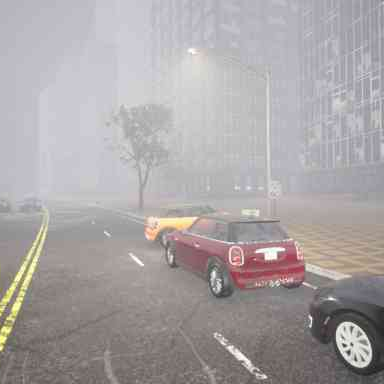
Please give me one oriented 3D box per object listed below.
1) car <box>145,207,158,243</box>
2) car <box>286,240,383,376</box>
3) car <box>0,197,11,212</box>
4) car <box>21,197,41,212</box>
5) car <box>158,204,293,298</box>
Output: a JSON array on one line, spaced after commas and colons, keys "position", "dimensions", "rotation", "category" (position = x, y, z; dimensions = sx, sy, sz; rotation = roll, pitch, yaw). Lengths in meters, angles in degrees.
[{"position": [0.288, 1.277, 14.541], "dimensions": [4.553, 1.767, 2.097], "rotation": [-3, 1, -18], "category": "car"}, {"position": [3.595, 1.505, 3.441], "dimensions": [1.837, 1.490, 4.892], "rotation": [0, 0, -36], "category": "car"}, {"position": [-21.976, 1.390, 38.018], "dimensions": [2.097, 1.767, 4.553], "rotation": [0, 0, -24], "category": "car"}, {"position": [-19.013, 1.393, 39.353], "dimensions": [2.097, 1.767, 4.553], "rotation": [0, 0, -24], "category": "car"}, {"position": [0.836, 1.355, 8.900], "dimensions": [2.097, 1.767, 4.553], "rotation": [0, 0, -22], "category": "car"}]
